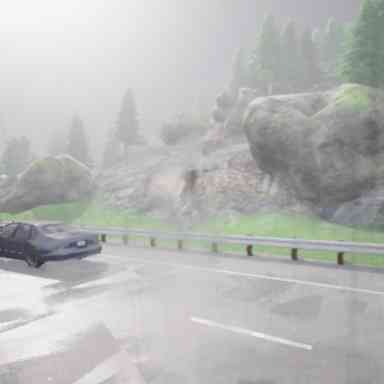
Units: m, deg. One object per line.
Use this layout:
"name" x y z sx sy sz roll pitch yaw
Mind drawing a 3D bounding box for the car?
"car" -5.592 1.689 11.754 5.357 1.411 2.033 -1 0 32
